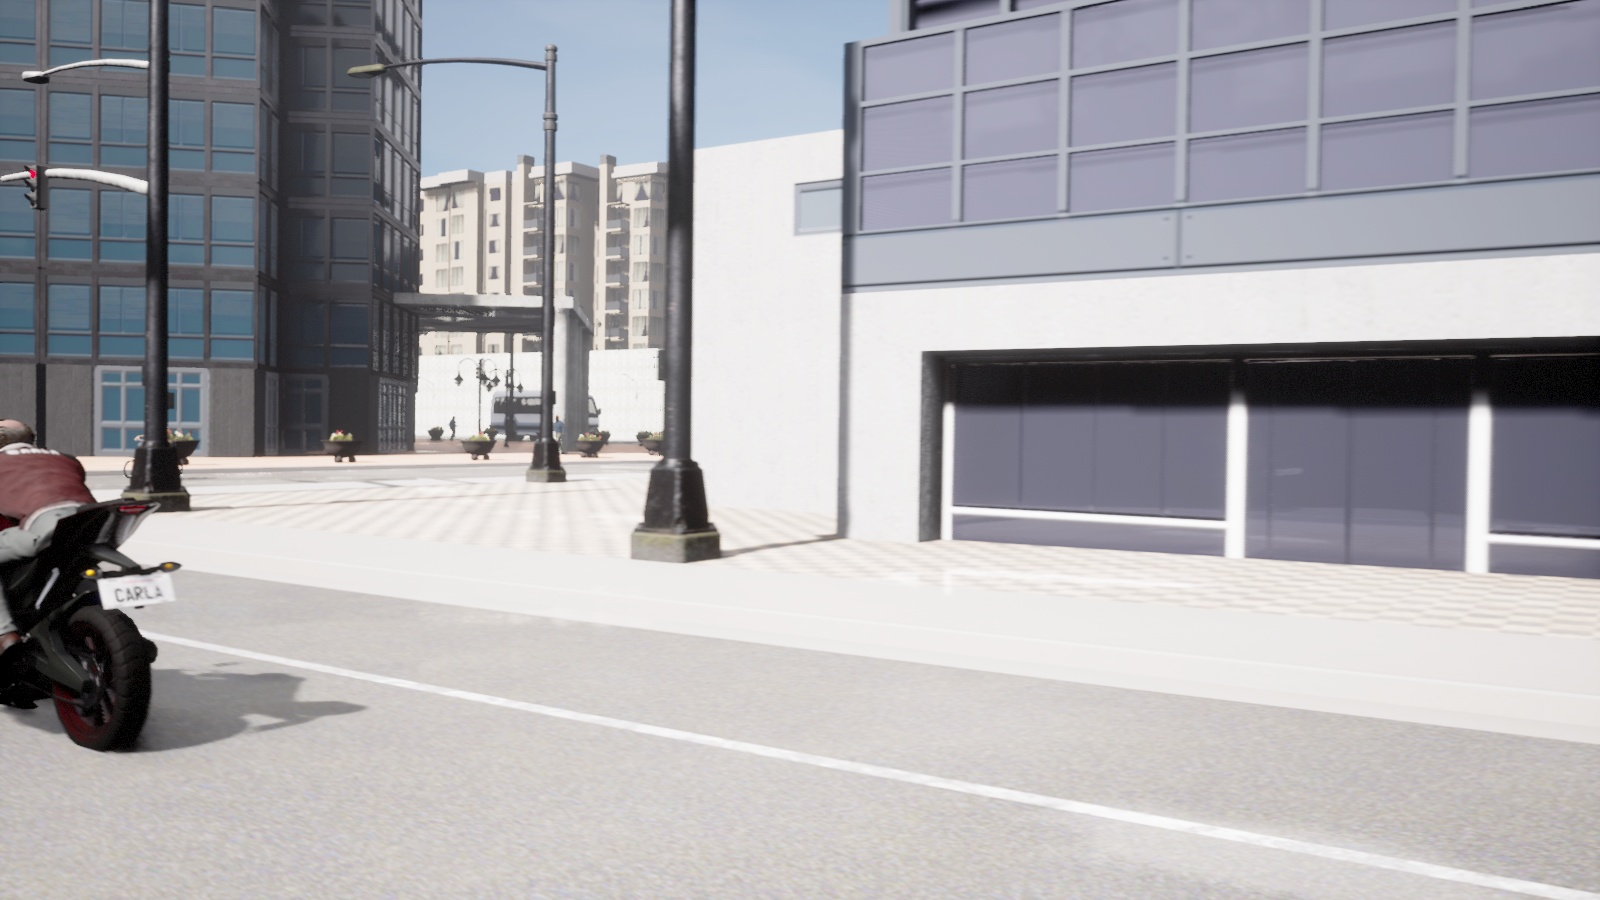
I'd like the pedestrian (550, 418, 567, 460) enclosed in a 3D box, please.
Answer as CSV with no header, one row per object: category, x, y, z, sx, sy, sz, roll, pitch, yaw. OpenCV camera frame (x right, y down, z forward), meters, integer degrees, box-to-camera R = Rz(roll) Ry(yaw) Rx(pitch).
pedestrian,-10.834,-0.498,56.280,0.370,1.835,0.726,0,1,28

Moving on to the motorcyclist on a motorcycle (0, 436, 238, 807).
motorcyclist on a motorcycle,-3.807,0.700,6.154,2.191,1.530,0.866,0,1,34
